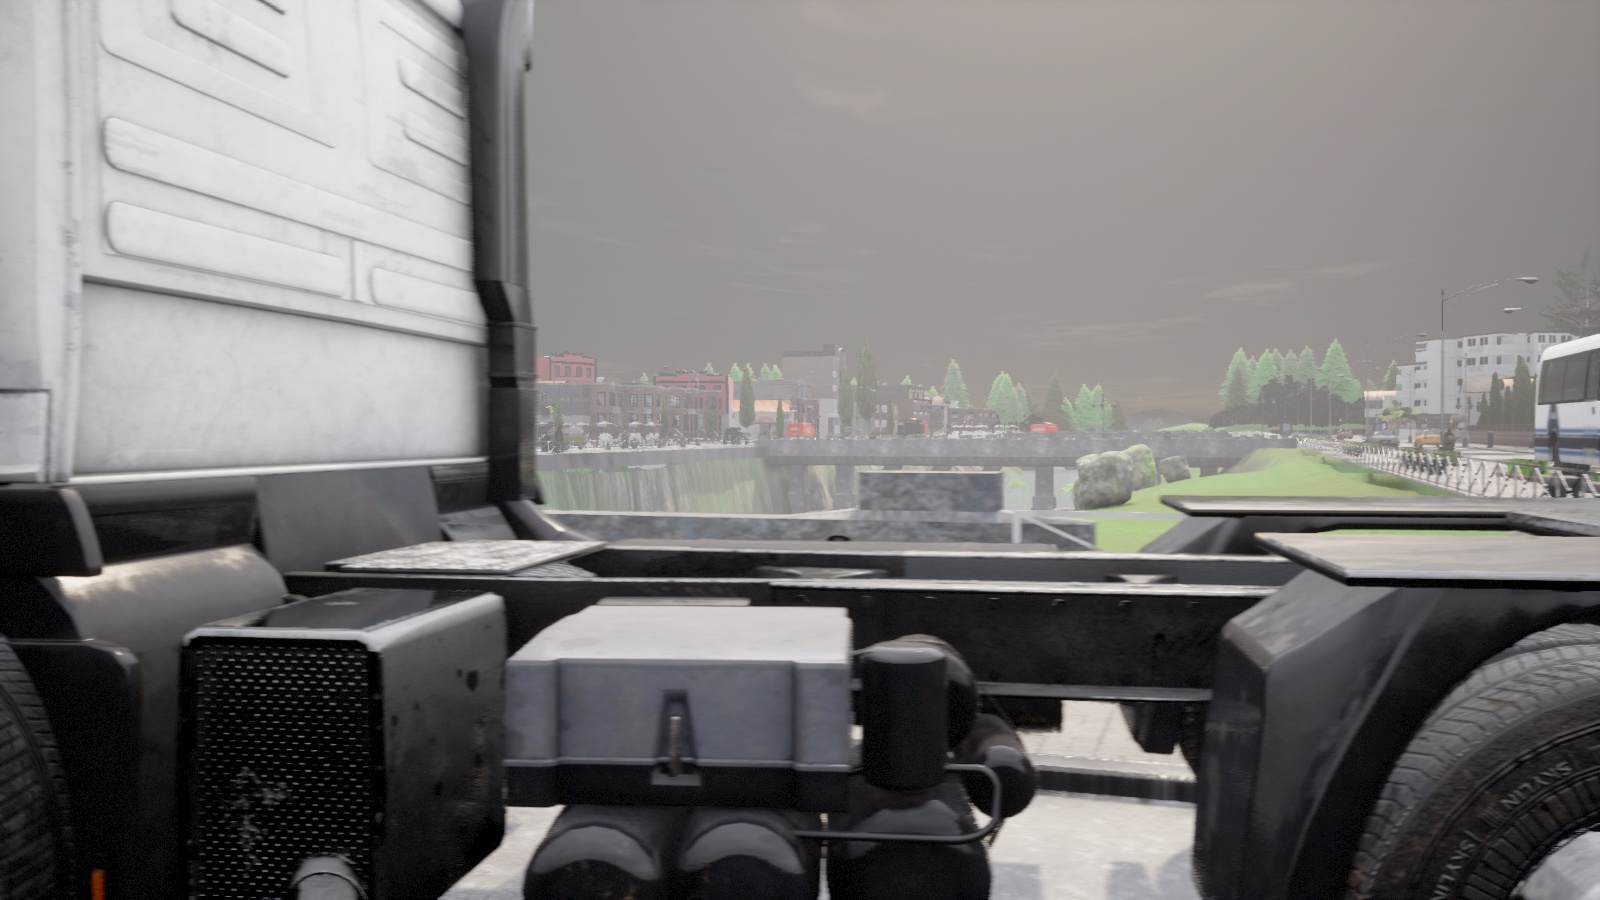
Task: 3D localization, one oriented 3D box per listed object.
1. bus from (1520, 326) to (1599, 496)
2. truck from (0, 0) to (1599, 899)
[{"bbox_3d":[23.276,-1.011,34.771,3.944,4.253,10.273,1,1,19],"label":"bus"},{"bbox_3d":[0.140,-0.209,3.818,7.936,3.462,2.891,1,1,9],"label":"truck"}]
